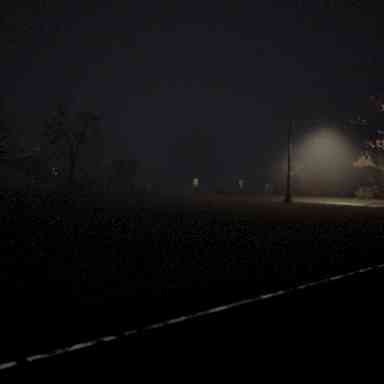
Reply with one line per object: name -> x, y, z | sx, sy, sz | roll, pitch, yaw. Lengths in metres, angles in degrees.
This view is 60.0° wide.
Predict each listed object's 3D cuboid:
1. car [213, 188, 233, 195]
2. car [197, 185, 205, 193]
car -> 6.071, -0.202, 65.420 | 1.994, 1.385, 4.181 | 0, 2, -36
car -> 0.731, -0.806, 72.879 | 2.097, 1.767, 4.553 | 0, 2, -36
